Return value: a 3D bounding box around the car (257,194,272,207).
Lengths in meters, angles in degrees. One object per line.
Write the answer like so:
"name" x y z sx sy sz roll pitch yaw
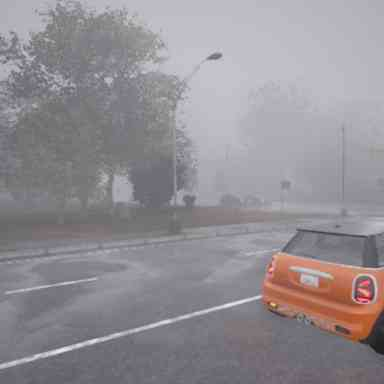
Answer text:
"car" 8.511 1.033 44.756 2.097 1.767 4.553 -1 0 -37

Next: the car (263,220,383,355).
"car" 3.477 1.304 6.140 4.553 1.767 2.097 -1 0 -35

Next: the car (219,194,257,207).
"car" 5.587 1.069 42.808 2.097 1.767 4.553 -1 0 -38
